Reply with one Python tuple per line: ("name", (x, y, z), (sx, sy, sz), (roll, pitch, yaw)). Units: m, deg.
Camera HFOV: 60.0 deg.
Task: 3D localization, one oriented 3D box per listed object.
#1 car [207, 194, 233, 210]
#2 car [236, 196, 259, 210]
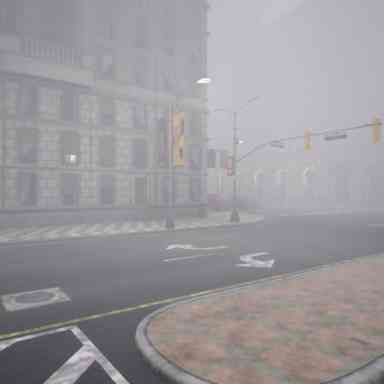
("car", (2.745, 1.222, 43.757), (2.150, 2.045, 5.566), (0, 0, -36))
("car", (6.714, 1.351, 44.242), (2.097, 1.767, 4.553), (0, 0, -36))
